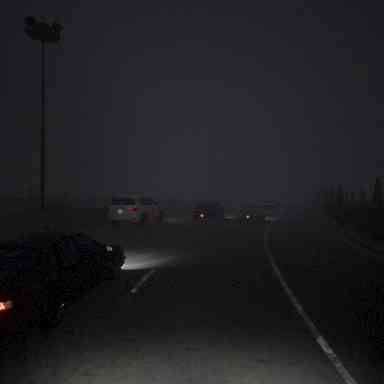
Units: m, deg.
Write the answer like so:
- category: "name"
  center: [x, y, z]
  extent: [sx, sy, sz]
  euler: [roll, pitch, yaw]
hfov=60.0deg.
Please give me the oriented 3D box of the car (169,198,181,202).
- category: "car"
  center: [-3.059, 1.594, 47.889]
  extent: [2.128, 1.511, 4.902]
  euler: [0, 0, 19]

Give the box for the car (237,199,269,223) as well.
- category: "car"
  center: [4.721, 1.565, 26.217]
  extent: [1.812, 1.442, 4.674]
  euler: [0, 0, 17]

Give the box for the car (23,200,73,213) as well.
- category: "car"
  center: [-12.761, 1.487, 29.672]
  extent: [1.882, 1.535, 5.008]
  euler: [0, 0, 17]

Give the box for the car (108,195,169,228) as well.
- category: "car"
  center: [-3.650, 1.233, 22.665]
  extent: [2.150, 2.045, 5.566]
  euler: [0, 0, 15]

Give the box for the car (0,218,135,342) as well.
- category: "car"
  center: [-2.977, 1.538, 6.886]
  extent: [2.033, 1.411, 5.357]
  euler: [0, 0, 6]

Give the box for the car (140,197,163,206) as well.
- category: "car"
  center: [-7.039, 1.631, 57.999]
  extent: [2.128, 1.511, 4.902]
  euler: [0, 0, 18]

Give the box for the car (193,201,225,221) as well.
- category: "car"
  center: [1.501, 1.541, 27.623]
  extent: [1.837, 1.490, 4.892]
  euler: [0, 0, 17]

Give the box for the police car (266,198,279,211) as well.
- category: "police car"
  center: [9.799, 1.614, 41.732]
  extent: [2.038, 1.542, 4.974]
  euler: [0, 0, 18]
